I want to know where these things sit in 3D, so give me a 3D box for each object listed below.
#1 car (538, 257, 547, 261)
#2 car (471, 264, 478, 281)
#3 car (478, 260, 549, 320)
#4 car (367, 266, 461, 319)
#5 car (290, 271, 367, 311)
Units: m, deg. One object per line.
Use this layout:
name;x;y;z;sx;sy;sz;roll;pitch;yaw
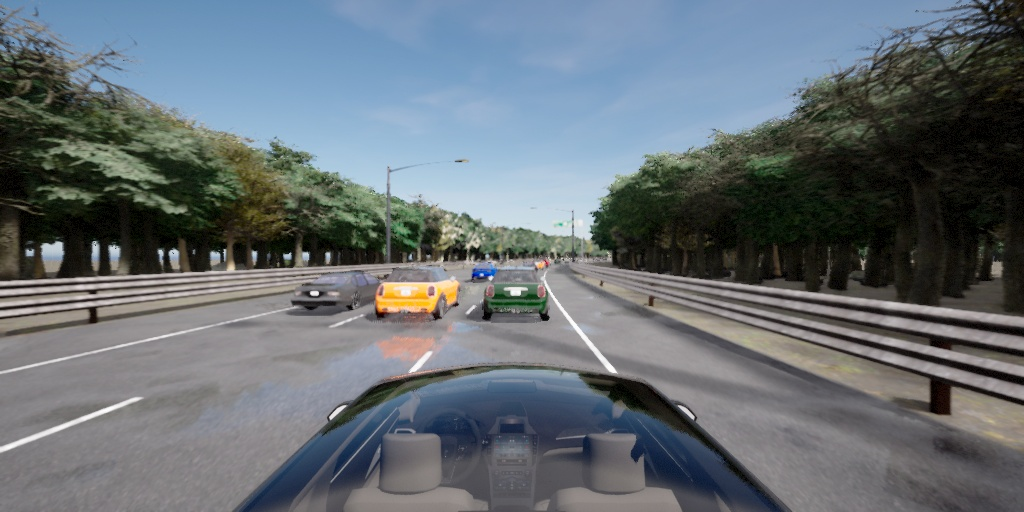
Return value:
car;4.376;1.353;60.368;2.097;1.767;4.553;0;0;8
car;-2.272;1.357;31.223;1.882;1.535;5.008;0;0;4
car;0.180;1.154;13.105;2.097;1.767;4.553;0;0;2
car;-3.198;1.146;13.111;2.097;1.767;4.553;0;0;2
car;-6.670;1.341;14.767;2.033;1.411;5.357;0;0;2
